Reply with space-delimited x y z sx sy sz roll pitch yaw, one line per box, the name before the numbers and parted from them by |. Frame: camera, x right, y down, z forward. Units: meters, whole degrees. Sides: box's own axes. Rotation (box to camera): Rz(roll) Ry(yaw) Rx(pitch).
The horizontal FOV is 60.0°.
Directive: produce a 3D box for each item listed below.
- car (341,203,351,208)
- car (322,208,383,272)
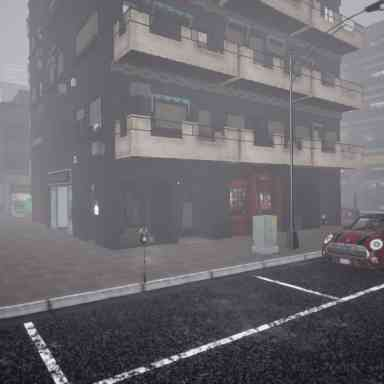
car | 12.976 1.589 30.285 1.994 1.385 4.181 -1 1 -36
car | 5.938 1.437 10.582 4.097 1.590 1.967 0 -1 -36
